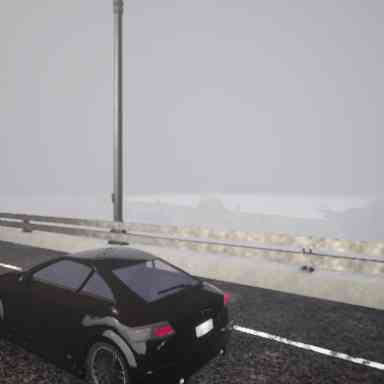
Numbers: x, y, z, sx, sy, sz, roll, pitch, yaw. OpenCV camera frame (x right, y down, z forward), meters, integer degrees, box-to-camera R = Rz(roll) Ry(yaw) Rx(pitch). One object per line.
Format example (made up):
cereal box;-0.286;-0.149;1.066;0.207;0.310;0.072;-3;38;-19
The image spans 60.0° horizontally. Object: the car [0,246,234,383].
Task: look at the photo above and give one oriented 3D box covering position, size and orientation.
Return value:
car;-1.480;1.556;5.068;4.181;1.385;1.994;0;0;36
